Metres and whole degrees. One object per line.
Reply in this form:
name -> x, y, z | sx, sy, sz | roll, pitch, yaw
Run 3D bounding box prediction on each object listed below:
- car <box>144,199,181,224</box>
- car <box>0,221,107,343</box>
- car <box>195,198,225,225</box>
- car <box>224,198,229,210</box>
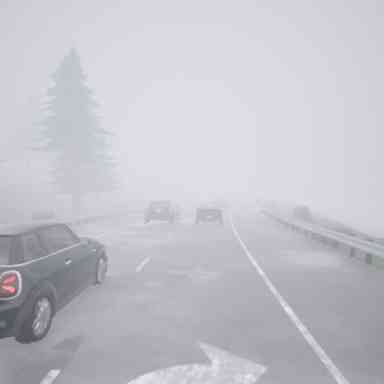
car -> -2.121, 1.350, 25.100 | 2.097, 1.767, 4.553 | 0, 0, 5
car -> -3.242, 1.348, 6.639 | 2.097, 1.767, 4.553 | 0, 0, 1
car -> 1.332, 1.481, 24.554 | 1.882, 1.535, 5.008 | 0, 0, 5
car -> 3.588, 1.511, 42.513 | 2.163, 1.488, 4.792 | 0, 0, 9
